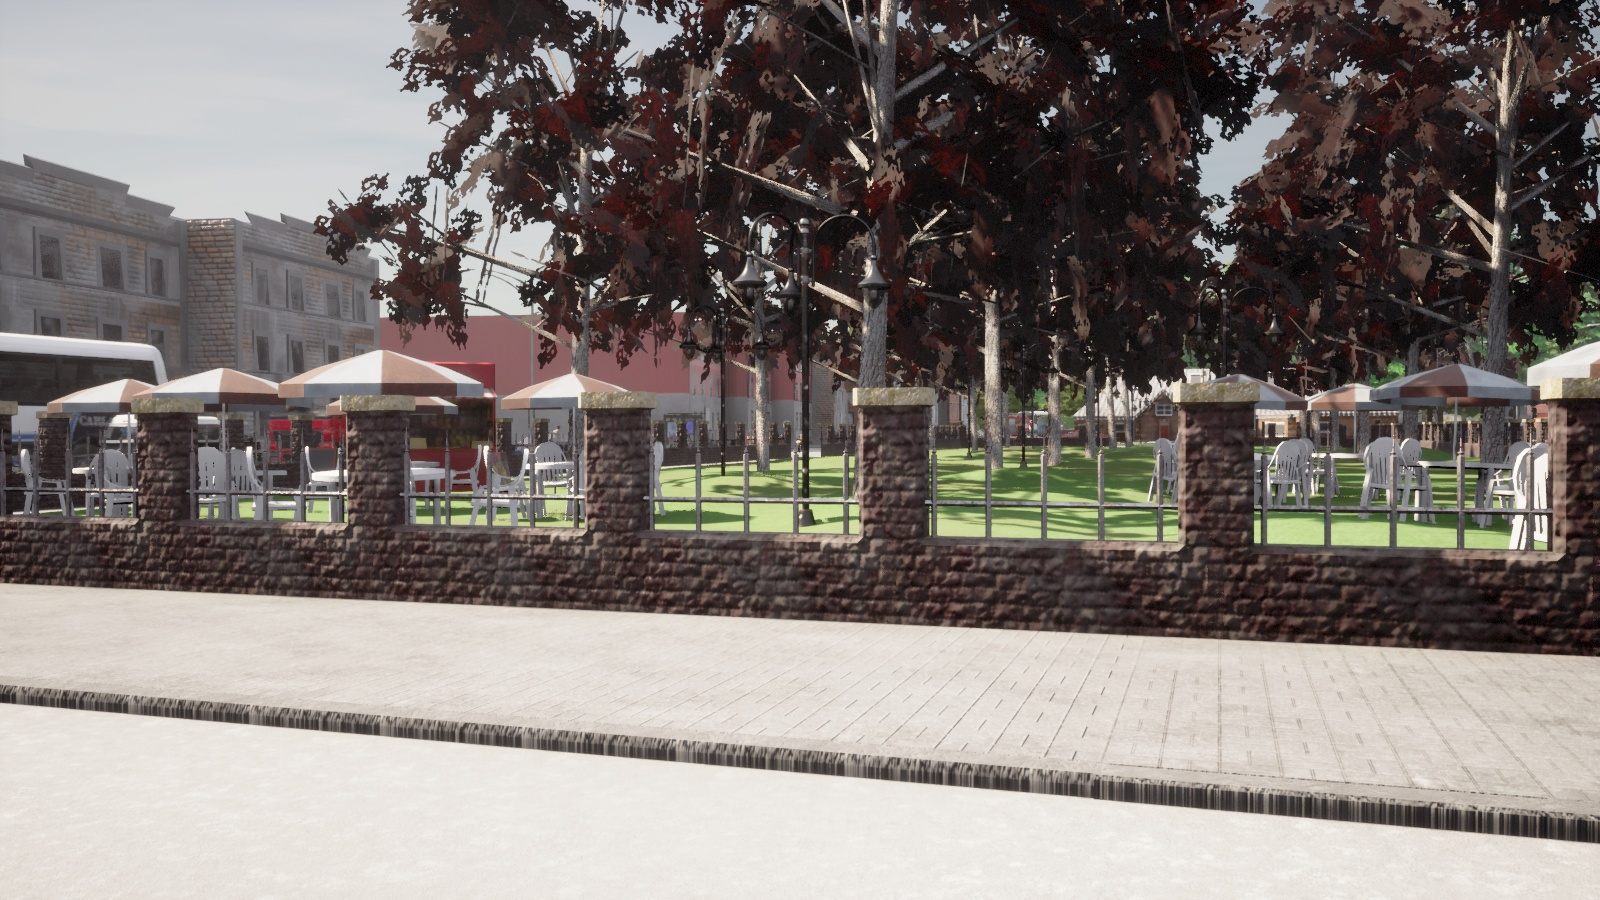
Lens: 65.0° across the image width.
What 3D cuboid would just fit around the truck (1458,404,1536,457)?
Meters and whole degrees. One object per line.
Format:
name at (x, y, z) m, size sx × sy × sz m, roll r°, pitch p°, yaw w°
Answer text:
truck at (47.844, -1.360, 86.422) m, size 2.891 × 3.462 × 7.936 m, roll 0°, pitch 1°, yaw 15°

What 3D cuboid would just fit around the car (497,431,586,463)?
car at (-12.494, -0.198, 61.047) m, size 2.163 × 1.488 × 4.792 m, roll 1°, pitch 1°, yaw 18°

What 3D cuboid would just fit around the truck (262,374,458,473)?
truck at (-16.696, -0.993, 48.375) m, size 2.891 × 3.462 × 7.936 m, roll 1°, pitch 1°, yaw 18°

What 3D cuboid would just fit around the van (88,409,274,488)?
van at (-17.002, -0.071, 34.785) m, size 2.069 × 2.038 × 4.480 m, roll 1°, pitch 1°, yaw 18°

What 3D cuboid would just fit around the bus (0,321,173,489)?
bus at (-21.921, -1.155, 32.636) m, size 3.944 × 4.253 × 10.273 m, roll 1°, pitch 1°, yaw 18°
